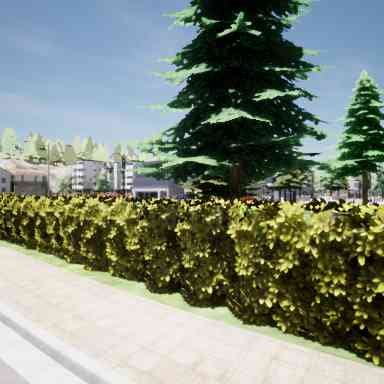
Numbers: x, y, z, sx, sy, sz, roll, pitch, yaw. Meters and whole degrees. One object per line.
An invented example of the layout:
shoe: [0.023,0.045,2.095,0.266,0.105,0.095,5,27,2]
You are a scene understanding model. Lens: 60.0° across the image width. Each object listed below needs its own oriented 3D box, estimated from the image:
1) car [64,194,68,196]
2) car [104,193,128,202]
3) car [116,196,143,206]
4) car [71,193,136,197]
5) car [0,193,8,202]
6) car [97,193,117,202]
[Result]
car: [-27.333,1.154,80.420,2.152,1.636,5.027,0,0,44]
car: [-15.867,1.097,69.687,1.932,1.855,4.605,0,0,44]
car: [-10.068,1.384,53.349,1.970,1.475,3.806,0,0,44]
car: [-8.090,1.221,31.073,2.150,2.045,5.566,0,0,44]
car: [-41.776,1.097,70.250,1.932,1.855,4.605,0,0,44]
car: [-18.225,1.077,71.435,1.905,1.878,3.866,0,0,44]
